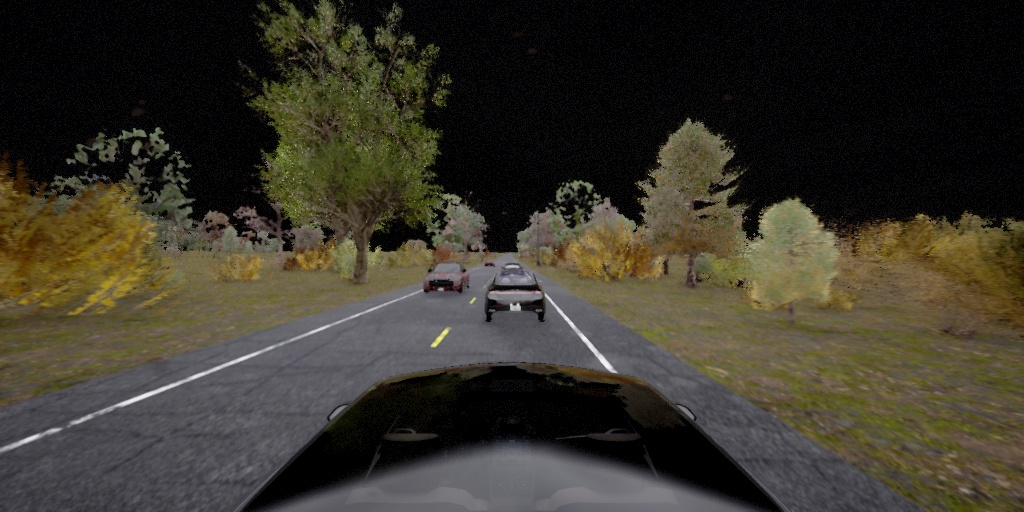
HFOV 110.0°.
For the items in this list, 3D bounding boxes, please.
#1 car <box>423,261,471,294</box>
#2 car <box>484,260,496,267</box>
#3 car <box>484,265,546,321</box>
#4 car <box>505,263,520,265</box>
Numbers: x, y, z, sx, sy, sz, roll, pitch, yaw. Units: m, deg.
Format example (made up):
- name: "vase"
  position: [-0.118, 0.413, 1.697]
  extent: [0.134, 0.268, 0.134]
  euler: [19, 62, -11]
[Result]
- name: "car"
  position: [-3.623, 1.118, 20.520]
  extent: [2.097, 1.767, 4.553]
  euler: [0, 0, 0]
- name: "car"
  position: [-3.826, 1.355, 62.581]
  extent: [1.895, 1.301, 4.718]
  euler: [0, 0, 0]
- name: "car"
  position: [0.093, 1.253, 12.486]
  extent: [2.128, 1.511, 4.902]
  euler: [0, 0, 0]
- name: "car"
  position: [0.034, 1.294, 29.858]
  extent: [1.812, 1.442, 4.674]
  euler: [0, 0, 0]
